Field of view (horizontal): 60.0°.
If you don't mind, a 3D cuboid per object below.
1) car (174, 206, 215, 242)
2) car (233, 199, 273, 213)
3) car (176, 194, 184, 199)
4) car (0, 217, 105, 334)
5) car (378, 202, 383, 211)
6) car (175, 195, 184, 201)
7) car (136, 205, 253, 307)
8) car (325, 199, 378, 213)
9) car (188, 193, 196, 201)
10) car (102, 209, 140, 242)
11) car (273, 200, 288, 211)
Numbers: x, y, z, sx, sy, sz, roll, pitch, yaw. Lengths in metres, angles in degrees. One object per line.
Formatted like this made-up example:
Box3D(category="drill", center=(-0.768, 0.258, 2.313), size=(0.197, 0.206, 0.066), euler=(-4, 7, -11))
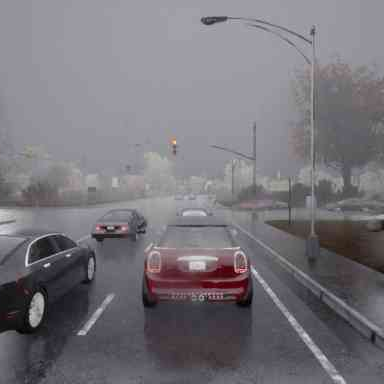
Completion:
Box3D(category="car", center=(0.114, 1.526, 17.193), size=(1.812, 1.442, 4.674), euler=(0, 0, 0))
Box3D(category="car", center=(6.433, 1.564, 36.943), size=(4.181, 1.385, 1.994), euler=(0, 0, 3))
Box3D(category="car", center=(-3.377, 1.403, 95.420), size=(1.994, 1.385, 4.181), euler=(0, 0, 1))
Box3D(category="car", center=(-3.394, 1.505, 6.740), size=(1.837, 1.490, 4.892), euler=(0, 0, 0))
Box3D(category="car", center=(20.512, 1.560, 39.659), size=(4.181, 1.385, 1.994), euler=(0, 0, 3))
Box3D(category="car", center=(-3.426, 1.545, 85.394), size=(1.994, 1.385, 4.181), euler=(0, 0, 0))
Box3D(category="car", center=(0.106, 1.352, 8.153), size=(2.097, 1.767, 4.553), euler=(0, 0, 0))
Box3D(category="car", center=(17.096, 1.503, 36.339), size=(4.892, 1.490, 1.837), euler=(0, 0, 3))
Box3D(category="car", center=(0.074, 1.518, 85.425), size=(1.812, 1.442, 4.674), euler=(0, 0, 0))
Box3D(category="car", center=(-3.389, 1.547, 16.398), size=(2.033, 1.411, 5.357), euler=(0, 0, 0))
Box3D(category="car", center=(8.832, 1.547, 40.310), size=(5.357, 1.411, 2.033), euler=(0, 0, 3))
